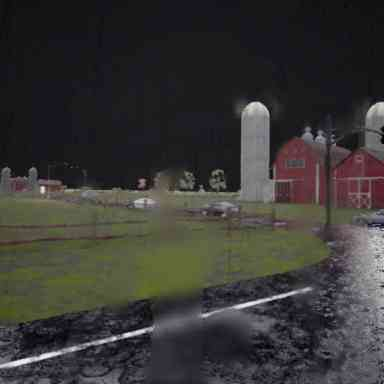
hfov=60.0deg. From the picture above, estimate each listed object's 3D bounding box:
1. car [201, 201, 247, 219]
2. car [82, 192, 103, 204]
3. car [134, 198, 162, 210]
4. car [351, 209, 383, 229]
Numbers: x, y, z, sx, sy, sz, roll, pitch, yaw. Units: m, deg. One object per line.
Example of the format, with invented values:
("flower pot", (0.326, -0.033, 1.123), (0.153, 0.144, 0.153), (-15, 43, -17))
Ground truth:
("car", (2.741, 1.584, 29.343), (1.837, 1.490, 4.892), (0, 0, -35))
("car", (-17.248, 1.007, 57.240), (2.150, 2.045, 5.566), (0, 0, -36))
("car", (-5.497, 1.470, 40.792), (1.812, 1.442, 4.674), (0, 0, -36))
("car", (12.859, 1.787, 22.059), (4.181, 1.385, 1.994), (1, 1, 32))
